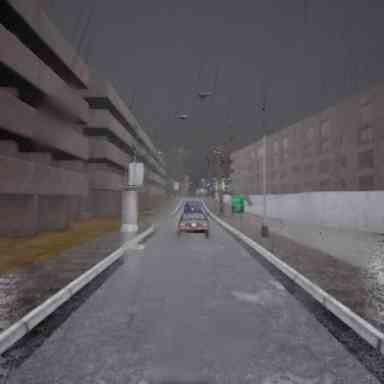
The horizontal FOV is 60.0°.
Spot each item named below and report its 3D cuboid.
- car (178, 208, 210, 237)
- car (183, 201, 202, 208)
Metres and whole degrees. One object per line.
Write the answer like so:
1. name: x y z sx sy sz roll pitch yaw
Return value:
1. car: 0.093 1.883 20.299 2.033 1.411 5.357 0 -2 0
2. car: 0.084 2.139 41.729 2.150 2.045 5.566 0 -1 0
